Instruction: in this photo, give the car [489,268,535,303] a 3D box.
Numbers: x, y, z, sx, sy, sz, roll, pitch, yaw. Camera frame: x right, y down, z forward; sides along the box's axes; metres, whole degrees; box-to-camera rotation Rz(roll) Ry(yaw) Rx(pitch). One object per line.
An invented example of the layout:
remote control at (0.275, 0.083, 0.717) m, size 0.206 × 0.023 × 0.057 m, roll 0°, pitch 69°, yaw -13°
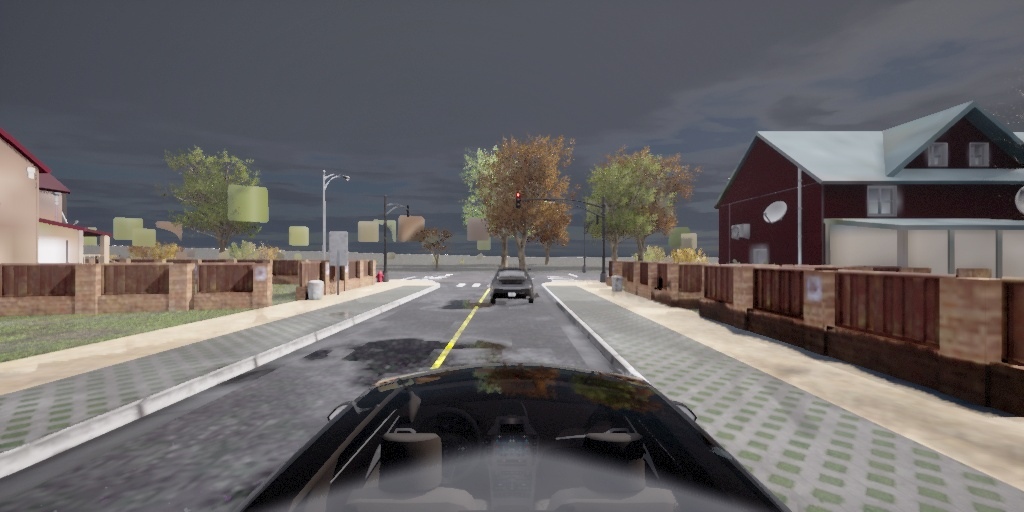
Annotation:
car at (0.000, 1.266, 16.500) m, size 1.837 × 1.490 × 4.892 m, roll 0°, pitch 0°, yaw 0°
